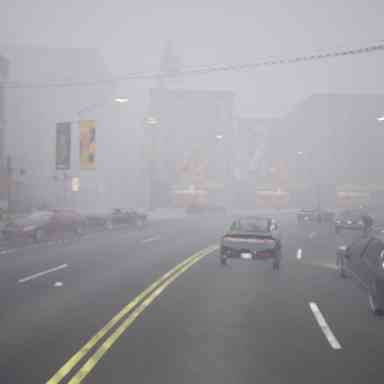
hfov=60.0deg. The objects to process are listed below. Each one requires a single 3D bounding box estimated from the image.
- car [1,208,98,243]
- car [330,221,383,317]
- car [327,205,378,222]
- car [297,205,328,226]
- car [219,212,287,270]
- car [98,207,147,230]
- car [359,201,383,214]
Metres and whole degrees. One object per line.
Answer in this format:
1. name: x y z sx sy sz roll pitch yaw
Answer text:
1. car: -7.066 1.550 16.542 2.002 1.452 4.674 1 0 18
2. car: 4.610 1.662 7.447 2.033 1.411 5.357 1 0 13
3. car: 10.432 1.839 21.346 2.033 1.411 5.357 0 0 32
4. car: 10.023 1.817 26.673 2.128 1.511 4.902 0 -1 38
5. car: 2.214 1.607 11.674 2.128 1.511 4.902 1 0 16
6. car: -5.052 1.690 21.906 1.895 1.301 4.718 1 0 28
7. car: 23.562 1.983 44.574 4.553 1.767 2.097 1 0 -18
